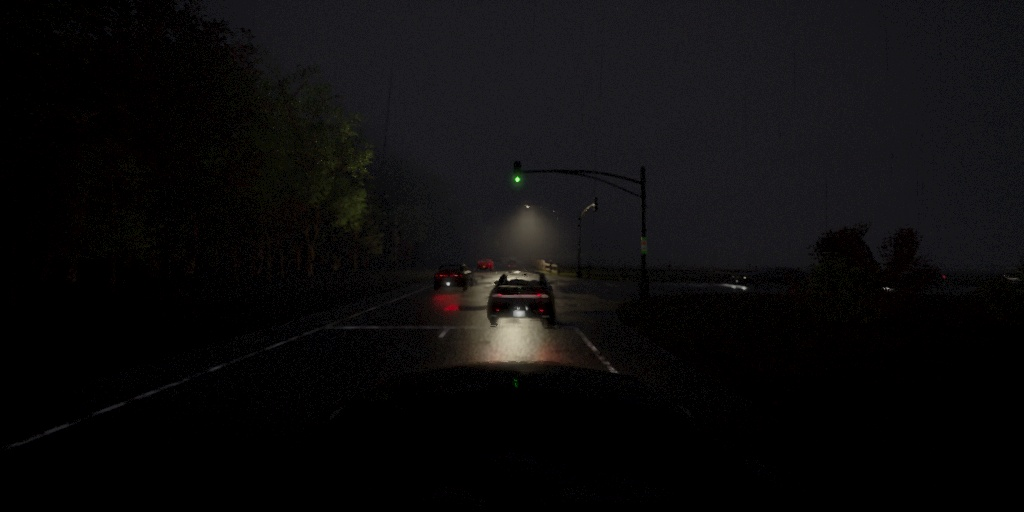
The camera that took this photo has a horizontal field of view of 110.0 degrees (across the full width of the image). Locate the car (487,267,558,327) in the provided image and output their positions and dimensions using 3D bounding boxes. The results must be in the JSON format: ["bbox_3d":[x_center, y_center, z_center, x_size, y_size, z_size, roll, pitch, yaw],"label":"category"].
[{"bbox_3d":[0.421,1.227,11.429,2.128,1.511,4.902,0,0,6],"label":"car"}]

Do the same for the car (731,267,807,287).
[{"bbox_3d":[19.419,1.518,26.693,5.357,1.411,2.033,1,-1,0],"label":"car"}]

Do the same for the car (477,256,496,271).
[{"bbox_3d":[-3.392,1.148,46.263,1.882,1.535,5.008,0,0,0],"label":"car"}]

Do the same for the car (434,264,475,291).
[{"bbox_3d":[-3.396,1.222,21.525,1.837,1.490,4.892,0,0,0],"label":"car"}]

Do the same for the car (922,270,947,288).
[{"bbox_3d":[29.366,1.643,26.640,4.181,1.385,1.994,1,-1,1],"label":"car"}]

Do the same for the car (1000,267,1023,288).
[{"bbox_3d":[40.086,1.417,26.592,5.566,2.045,2.150,1,-1,0],"label":"car"}]

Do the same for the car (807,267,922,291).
[{"bbox_3d":[22.454,1.439,22.999,4.902,1.511,2.128,1,-1,1],"label":"car"}]
